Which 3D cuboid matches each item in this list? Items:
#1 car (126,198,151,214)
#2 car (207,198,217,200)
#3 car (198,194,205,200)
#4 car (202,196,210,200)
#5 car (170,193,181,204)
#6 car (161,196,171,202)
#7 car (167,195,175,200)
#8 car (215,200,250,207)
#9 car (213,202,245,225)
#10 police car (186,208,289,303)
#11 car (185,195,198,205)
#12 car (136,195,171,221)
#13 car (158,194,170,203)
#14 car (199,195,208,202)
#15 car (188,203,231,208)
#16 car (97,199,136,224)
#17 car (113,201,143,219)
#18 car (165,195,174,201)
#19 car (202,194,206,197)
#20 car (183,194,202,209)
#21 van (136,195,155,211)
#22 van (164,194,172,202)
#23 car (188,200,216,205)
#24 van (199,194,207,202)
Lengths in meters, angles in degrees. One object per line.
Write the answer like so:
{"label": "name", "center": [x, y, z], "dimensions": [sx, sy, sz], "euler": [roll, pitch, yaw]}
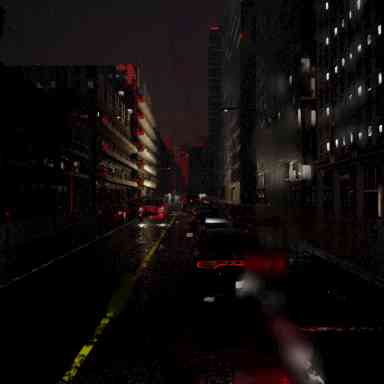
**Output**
{"label": "car", "center": [-5.734, 1.451, 35.943], "dimensions": [1.967, 1.590, 4.097], "euler": [1, 0, 0]}
{"label": "car", "center": [2.652, 1.555, 30.486], "dimensions": [1.887, 1.381, 4.507], "euler": [1, 0, 0]}
{"label": "car", "center": [2.551, 1.454, 91.513], "dimensions": [1.967, 1.590, 4.097], "euler": [1, 0, 0]}
{"label": "car", "center": [2.634, 1.562, 41.581], "dimensions": [2.008, 1.369, 4.403], "euler": [1, 0, 0]}
{"label": "car", "center": [-3.112, 1.506, 65.612], "dimensions": [2.128, 1.511, 4.902], "euler": [0, 0, 0]}
{"label": "car", "center": [-5.812, 1.540, 74.599], "dimensions": [1.752, 1.417, 4.829], "euler": [1, 0, 0]}
{"label": "car", "center": [-5.798, 1.596, 91.408], "dimensions": [1.802, 1.307, 4.206], "euler": [1, 0, 0]}
{"label": "car", "center": [2.673, 1.448, 19.389], "dimensions": [1.967, 1.590, 4.097], "euler": [1, 0, 0]}
{"label": "car", "center": [2.662, 1.554, 24.937], "dimensions": [1.887, 1.381, 4.507], "euler": [1, 0, 0]}
{"label": "police car", "center": [0.885, 1.428, 8.425], "dimensions": [1.930, 1.638, 5.238], "euler": [0, 0, 0]}
{"label": "car", "center": [-0.100, 1.366, 58.893], "dimensions": [2.097, 1.767, 4.553], "euler": [0, 0, 0]}
{"label": "car", "center": [-3.147, 1.361, 27.561], "dimensions": [2.097, 1.767, 4.553], "euler": [0, 0, 0]}
{"label": "car", "center": [-5.792, 1.330, 69.223], "dimensions": [2.192, 1.841, 5.009], "euler": [1, 0, 0]}
{"label": "car", "center": [2.579, 1.455, 74.869], "dimensions": [1.967, 1.590, 4.097], "euler": [1, 0, 0]}
{"label": "car", "center": [0.848, 1.533, 18.317], "dimensions": [1.812, 1.442, 4.674], "euler": [0, 0, 0]}
{"label": "car", "center": [-5.716, 1.449, 24.848], "dimensions": [1.967, 1.590, 4.097], "euler": [1, 0, 0]}
{"label": "car", "center": [-5.728, 1.555, 30.396], "dimensions": [1.887, 1.381, 4.507], "euler": [1, 0, 0]}
{"label": "car", "center": [-5.788, 1.540, 85.692], "dimensions": [1.752, 1.417, 4.829], "euler": [1, 0, 0]}
{"label": "car", "center": [2.615, 1.538, 52.847], "dimensions": [1.752, 1.417, 4.829], "euler": [1, 0, 0]}
{"label": "car", "center": [-0.064, 1.234, 45.515], "dimensions": [2.150, 2.045, 5.566], "euler": [0, 0, 0]}
{"label": "van", "center": [-5.742, 1.353, 41.489], "dimensions": [1.690, 1.788, 3.998], "euler": [1, 0, 0]}
{"label": "van", "center": [-5.783, 1.356, 80.316], "dimensions": [1.690, 1.788, 3.998], "euler": [1, 0, 0]}
{"label": "car", "center": [0.807, 1.535, 24.315], "dimensions": [1.812, 1.442, 4.674], "euler": [0, 0, 0]}
{"label": "van", "center": [2.572, 1.356, 80.417], "dimensions": [1.690, 1.788, 3.998], "euler": [1, 0, 0]}
